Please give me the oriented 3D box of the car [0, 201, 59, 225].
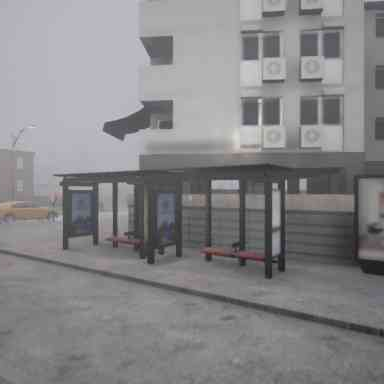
[{"bbox_3d":[-12.287,1.411,24.377,1.882,1.535,5.008,0,0,35],"label":"car"}]
